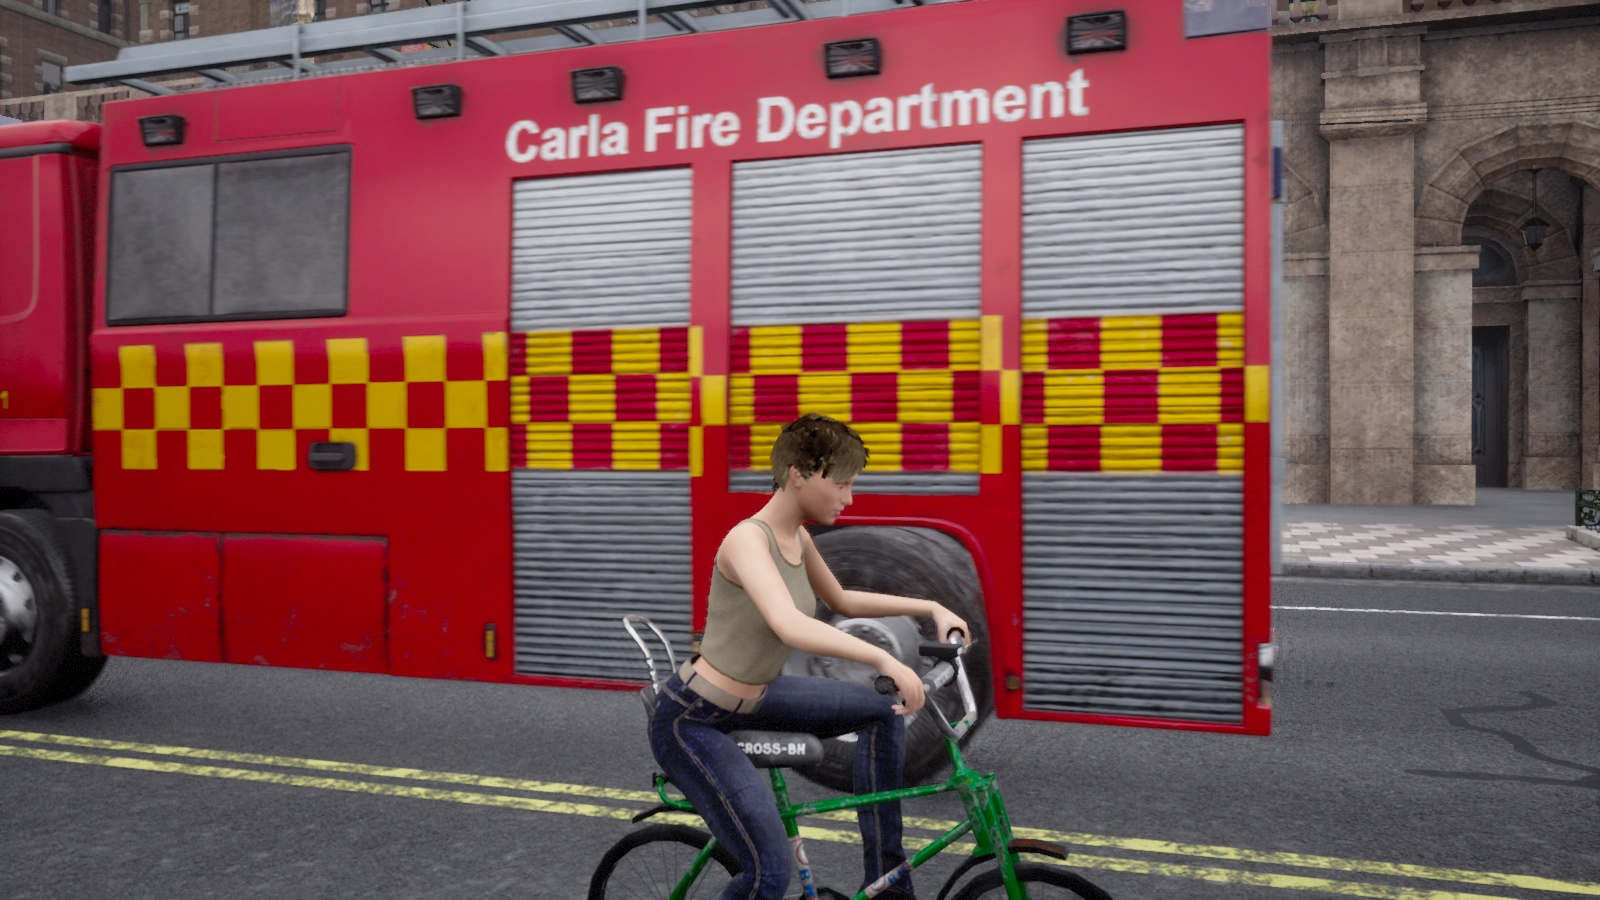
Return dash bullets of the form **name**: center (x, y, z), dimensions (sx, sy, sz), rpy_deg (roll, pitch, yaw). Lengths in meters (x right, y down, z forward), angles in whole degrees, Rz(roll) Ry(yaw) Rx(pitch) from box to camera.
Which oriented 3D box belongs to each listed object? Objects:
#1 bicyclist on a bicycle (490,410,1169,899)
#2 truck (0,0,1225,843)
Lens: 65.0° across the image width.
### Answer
- **bicyclist on a bicycle**: center (0.116, 0.715, 3.159), dimensions (1.509, 1.612, 0.866), rpy_deg (0, 1, 19)
- **truck**: center (-1.945, -0.458, 7.518), dimensions (8.468, 3.827, 2.891), rpy_deg (0, 1, 19)
